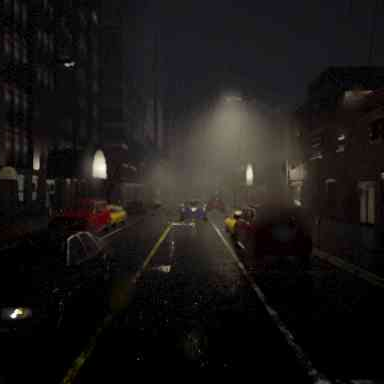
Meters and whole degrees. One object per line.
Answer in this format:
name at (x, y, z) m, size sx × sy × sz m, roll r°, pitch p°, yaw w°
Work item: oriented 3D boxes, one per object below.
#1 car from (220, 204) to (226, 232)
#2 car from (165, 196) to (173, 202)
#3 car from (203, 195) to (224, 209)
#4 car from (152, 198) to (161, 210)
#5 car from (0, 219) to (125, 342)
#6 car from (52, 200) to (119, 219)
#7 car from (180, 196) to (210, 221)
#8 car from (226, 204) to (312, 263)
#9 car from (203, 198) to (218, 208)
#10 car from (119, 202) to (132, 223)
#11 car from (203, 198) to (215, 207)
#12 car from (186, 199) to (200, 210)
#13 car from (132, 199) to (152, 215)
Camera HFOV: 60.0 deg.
car at (2.706, 1.570, 17.748) m, size 1.752 × 1.417 × 4.829 m, roll -1°, pitch 0°, yaw 0°
car at (-5.580, 1.635, 78.485) m, size 1.967 × 1.590 × 4.097 m, roll -1°, pitch 0°, yaw 0°
car at (2.737, 1.414, 39.717) m, size 2.192 × 1.841 × 5.009 m, roll -1°, pitch 0°, yaw 0°
car at (-5.631, 1.638, 45.106) m, size 1.752 × 1.417 × 4.829 m, roll -1°, pitch 0°, yaw 0°
car at (-3.077, 1.566, 7.072) m, size 2.033 × 1.411 × 5.357 m, roll 0°, pitch 0°, yaw 0°
car at (-5.677, 1.359, 17.602) m, size 2.192 × 1.841 × 5.009 m, roll -1°, pitch 0°, yaw 0°
car at (0.144, 1.421, 27.780) m, size 2.097 × 1.767 × 4.553 m, roll 0°, pitch 0°, yaw 0°
car at (2.694, 1.346, 12.044) m, size 2.192 × 1.841 × 5.009 m, roll -1°, pitch 0°, yaw 0°
car at (2.759, 1.693, 50.785) m, size 1.947 × 1.339 × 4.313 m, roll -1°, pitch 0°, yaw 0°
car at (-5.666, 1.583, 22.967) m, size 1.752 × 1.417 × 4.829 m, roll -1°, pitch 0°, yaw 0°
car at (2.768, 1.722, 56.319) m, size 1.802 × 1.307 × 4.206 m, roll -1°, pitch 0°, yaw 0°
car at (0.172, 1.637, 44.806) m, size 1.812 × 1.442 × 4.674 m, roll 0°, pitch 0°, yaw 0°
car at (-5.648, 1.630, 34.206) m, size 1.887 × 1.381 × 4.507 m, roll -1°, pitch 0°, yaw 0°
